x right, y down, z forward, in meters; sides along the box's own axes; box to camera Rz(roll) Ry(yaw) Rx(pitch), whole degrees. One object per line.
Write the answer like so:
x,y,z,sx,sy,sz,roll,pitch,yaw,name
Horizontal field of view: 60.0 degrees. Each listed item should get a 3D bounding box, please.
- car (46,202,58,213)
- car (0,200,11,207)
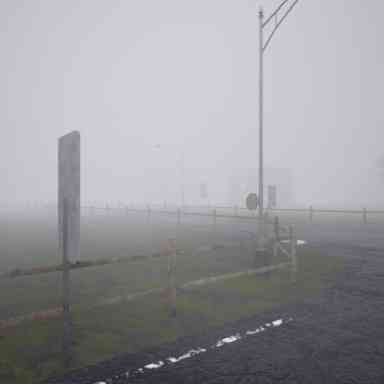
-20.143,2.246,49.490,2.128,1.511,4.902,0,-1,-42,car
-43.081,2.664,75.836,5.008,1.535,1.882,-1,-1,40,car
